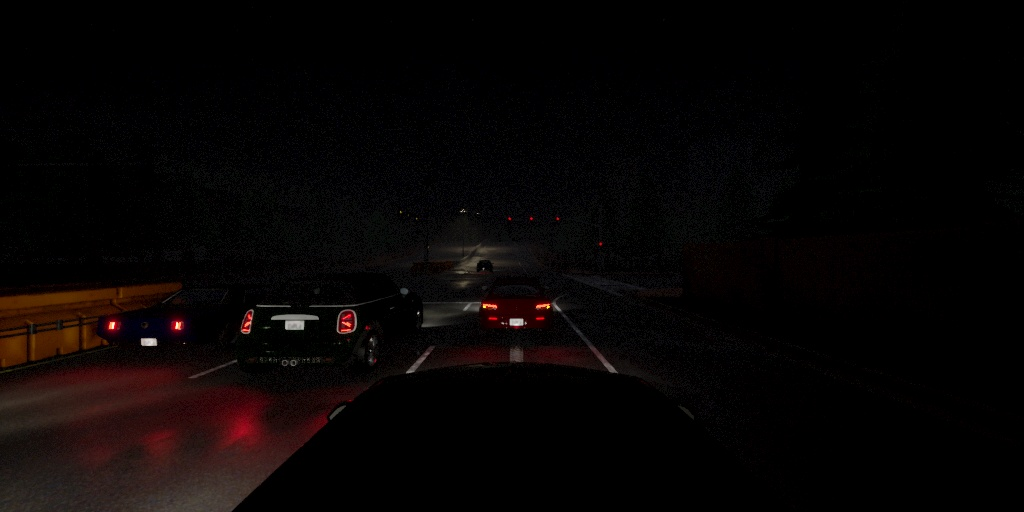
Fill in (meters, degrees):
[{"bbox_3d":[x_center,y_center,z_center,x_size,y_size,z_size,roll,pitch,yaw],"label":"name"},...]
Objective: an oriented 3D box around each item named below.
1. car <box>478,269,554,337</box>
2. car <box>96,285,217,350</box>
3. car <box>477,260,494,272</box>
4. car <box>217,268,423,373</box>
[{"bbox_3d":[0.097,1.276,10.120,1.812,1.442,4.674,0,0,0],"label":"car"},{"bbox_3d":[-6.902,1.351,9.044,1.895,1.301,4.718,0,0,0],"label":"car"},{"bbox_3d":[-3.410,1.255,45.446,1.837,1.490,4.892,0,0,0],"label":"car"},{"bbox_3d":[-3.400,1.102,7.730,2.097,1.767,4.553,0,0,0],"label":"car"}]
